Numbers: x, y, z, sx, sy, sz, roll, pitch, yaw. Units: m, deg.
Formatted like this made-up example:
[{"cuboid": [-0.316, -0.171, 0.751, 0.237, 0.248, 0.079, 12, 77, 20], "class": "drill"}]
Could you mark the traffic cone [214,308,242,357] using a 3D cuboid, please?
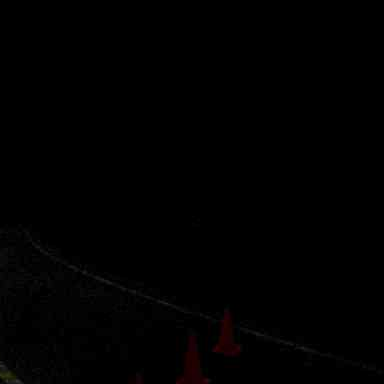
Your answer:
[{"cuboid": [0.500, 1.960, 4.769, 0.340, 0.580, 0.340, 0, 0, 30], "class": "traffic cone"}]

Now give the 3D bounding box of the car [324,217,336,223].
[{"cuboid": [34.302, 7.077, 82.959, 1.851, 1.617, 3.988, -4, -3, 3], "class": "car"}]

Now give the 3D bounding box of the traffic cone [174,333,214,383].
[{"cuboid": [0.003, 1.963, 3.905, 0.340, 0.580, 0.340, 0, 0, 30], "class": "traffic cone"}]

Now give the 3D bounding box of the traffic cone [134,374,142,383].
[{"cuboid": [-0.493, 1.966, 3.041, 0.340, 0.580, 0.340, 0, 0, 30], "class": "traffic cone"}]
